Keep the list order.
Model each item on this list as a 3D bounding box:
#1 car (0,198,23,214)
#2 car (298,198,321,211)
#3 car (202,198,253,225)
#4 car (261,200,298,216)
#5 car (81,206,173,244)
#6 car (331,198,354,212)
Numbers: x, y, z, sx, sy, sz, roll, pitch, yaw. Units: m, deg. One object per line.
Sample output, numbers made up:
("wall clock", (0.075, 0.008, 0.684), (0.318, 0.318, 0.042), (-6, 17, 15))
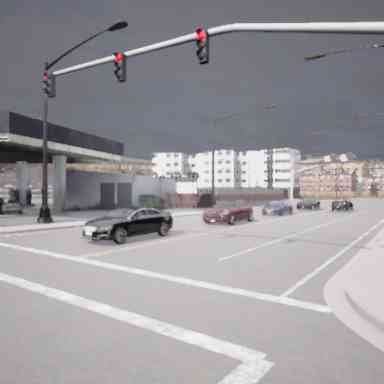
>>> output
("car", (-17.587, 1.304, 31.095), (3.806, 1.475, 1.970), (0, 0, 36))
("car", (14.223, 1.423, 40.482), (1.882, 1.535, 5.008), (0, 0, 35))
("car", (2.607, 1.298, 23.675), (2.097, 1.767, 4.553), (0, 0, 34))
("car", (8.260, 1.472, 31.875), (1.812, 1.442, 4.674), (0, 0, 34))
("car", (-2.869, 1.439, 15.659), (2.128, 1.511, 4.902), (0, 0, 34))
("car", (17.587, 1.454, 38.901), (2.128, 1.511, 4.902), (0, 0, 35))
